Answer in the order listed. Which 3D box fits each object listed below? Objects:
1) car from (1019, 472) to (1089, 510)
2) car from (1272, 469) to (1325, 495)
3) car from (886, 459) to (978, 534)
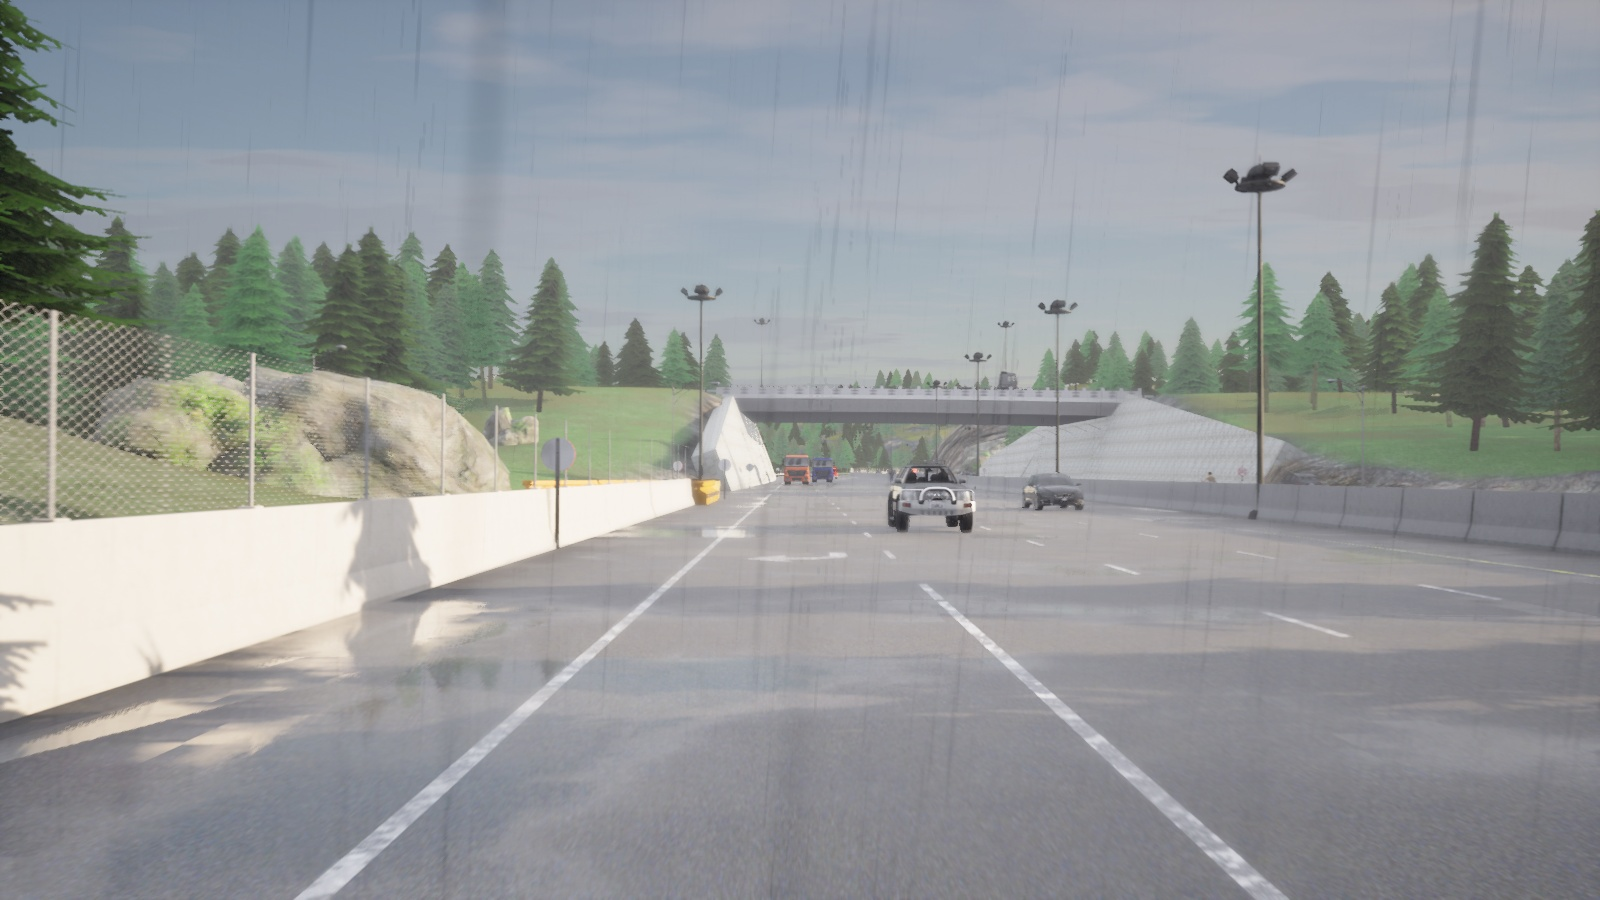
[{"bbox_3d":[10.375,1.642,51.616,1.837,1.490,4.892,0,-1,0],"label":"car"},{"bbox_3d":[31.309,1.990,78.970,1.789,1.549,3.705,0,-1,0],"label":"car"},{"bbox_3d":[3.419,1.175,33.318,1.932,1.855,4.605,0,-1,0],"label":"car"}]
